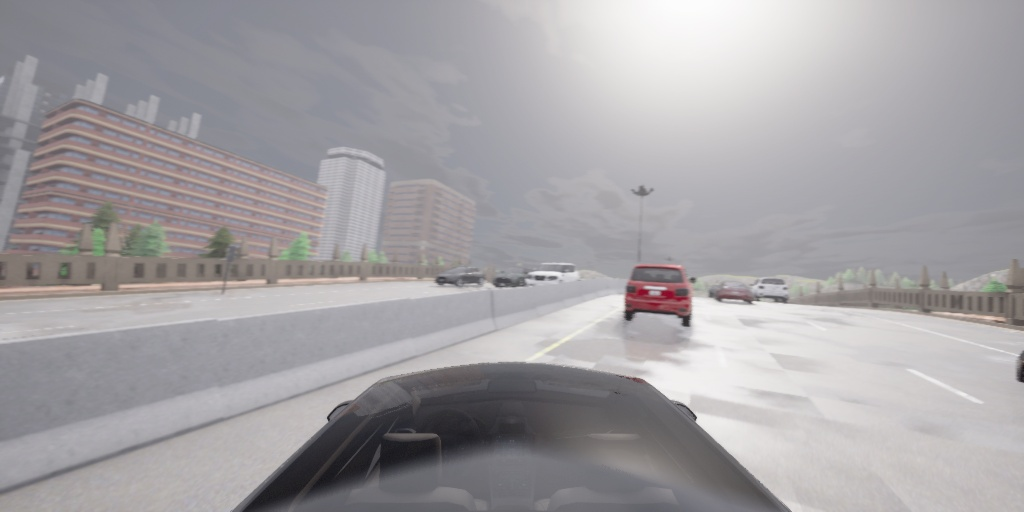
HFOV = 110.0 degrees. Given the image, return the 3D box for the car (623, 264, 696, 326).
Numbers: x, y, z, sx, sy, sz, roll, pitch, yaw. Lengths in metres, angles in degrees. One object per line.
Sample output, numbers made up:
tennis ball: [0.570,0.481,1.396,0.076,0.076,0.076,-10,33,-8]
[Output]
car: [5.767,1.349,13.871,2.150,2.045,5.566,2,-1,27]

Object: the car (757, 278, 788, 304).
car: [22.143,2.999,31.086,2.150,2.045,5.566,2,-5,26]

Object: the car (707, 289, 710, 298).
car: [19.619,3.448,33.883,1.895,1.301,4.718,2,-6,27]

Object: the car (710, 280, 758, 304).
car: [14.680,2.368,23.929,1.994,1.385,4.181,2,-3,26]

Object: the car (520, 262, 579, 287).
car: [2.869,1.435,24.181,2.150,2.045,5.566,2,-2,27]

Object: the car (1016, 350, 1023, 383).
car: [8.691,1.605,4.072,1.837,1.490,4.892,2,-1,27]

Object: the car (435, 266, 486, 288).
car: [-3.719,1.498,26.665,1.837,1.490,4.892,2,-2,27]

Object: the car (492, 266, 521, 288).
car: [0.366,1.548,27.004,2.097,1.767,4.553,2,-2,27]
